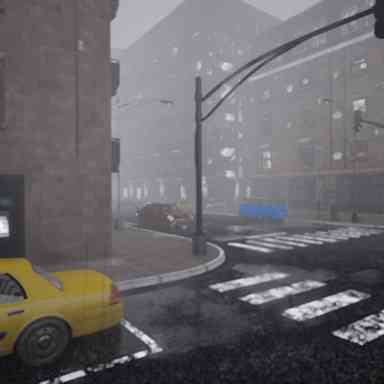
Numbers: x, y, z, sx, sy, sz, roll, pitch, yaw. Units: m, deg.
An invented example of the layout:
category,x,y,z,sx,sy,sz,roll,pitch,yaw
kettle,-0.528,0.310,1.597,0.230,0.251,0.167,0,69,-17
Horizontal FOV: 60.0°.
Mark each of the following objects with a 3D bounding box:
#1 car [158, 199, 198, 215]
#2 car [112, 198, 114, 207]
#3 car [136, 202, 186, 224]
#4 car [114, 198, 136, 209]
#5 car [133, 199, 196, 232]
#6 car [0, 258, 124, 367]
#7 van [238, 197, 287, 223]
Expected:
category,x,y,z,sx,sy,sz,roll,pitch,yaw
car,-1.524,1.449,34.407,1.752,1.417,4.829,0,0,-36
car,-11.381,1.462,48.028,1.887,1.381,4.507,-1,0,-36
car,-2.471,1.537,25.838,1.994,1.385,4.181,-1,0,-36
car,-8.062,1.462,43.442,1.887,1.381,4.507,-1,0,-36
car,-1.586,1.440,20.198,1.967,1.590,4.097,0,0,-36
car,-3.317,1.526,4.201,4.829,1.417,1.752,0,0,-35
van,5.214,1.279,25.095,1.690,1.788,3.998,0,0,-36
